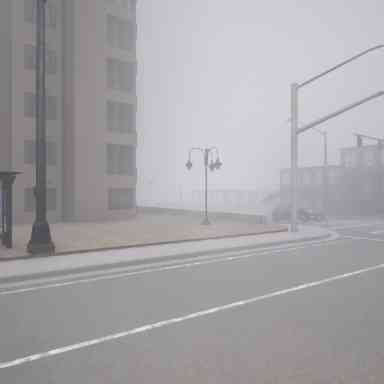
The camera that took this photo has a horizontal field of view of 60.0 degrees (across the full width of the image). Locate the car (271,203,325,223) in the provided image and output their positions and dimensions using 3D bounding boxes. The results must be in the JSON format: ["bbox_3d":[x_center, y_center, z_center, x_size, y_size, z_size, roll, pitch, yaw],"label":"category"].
[{"bbox_3d":[9.178,1.744,29.127,2.097,1.767,4.553,1,-5,-36],"label":"car"}]
